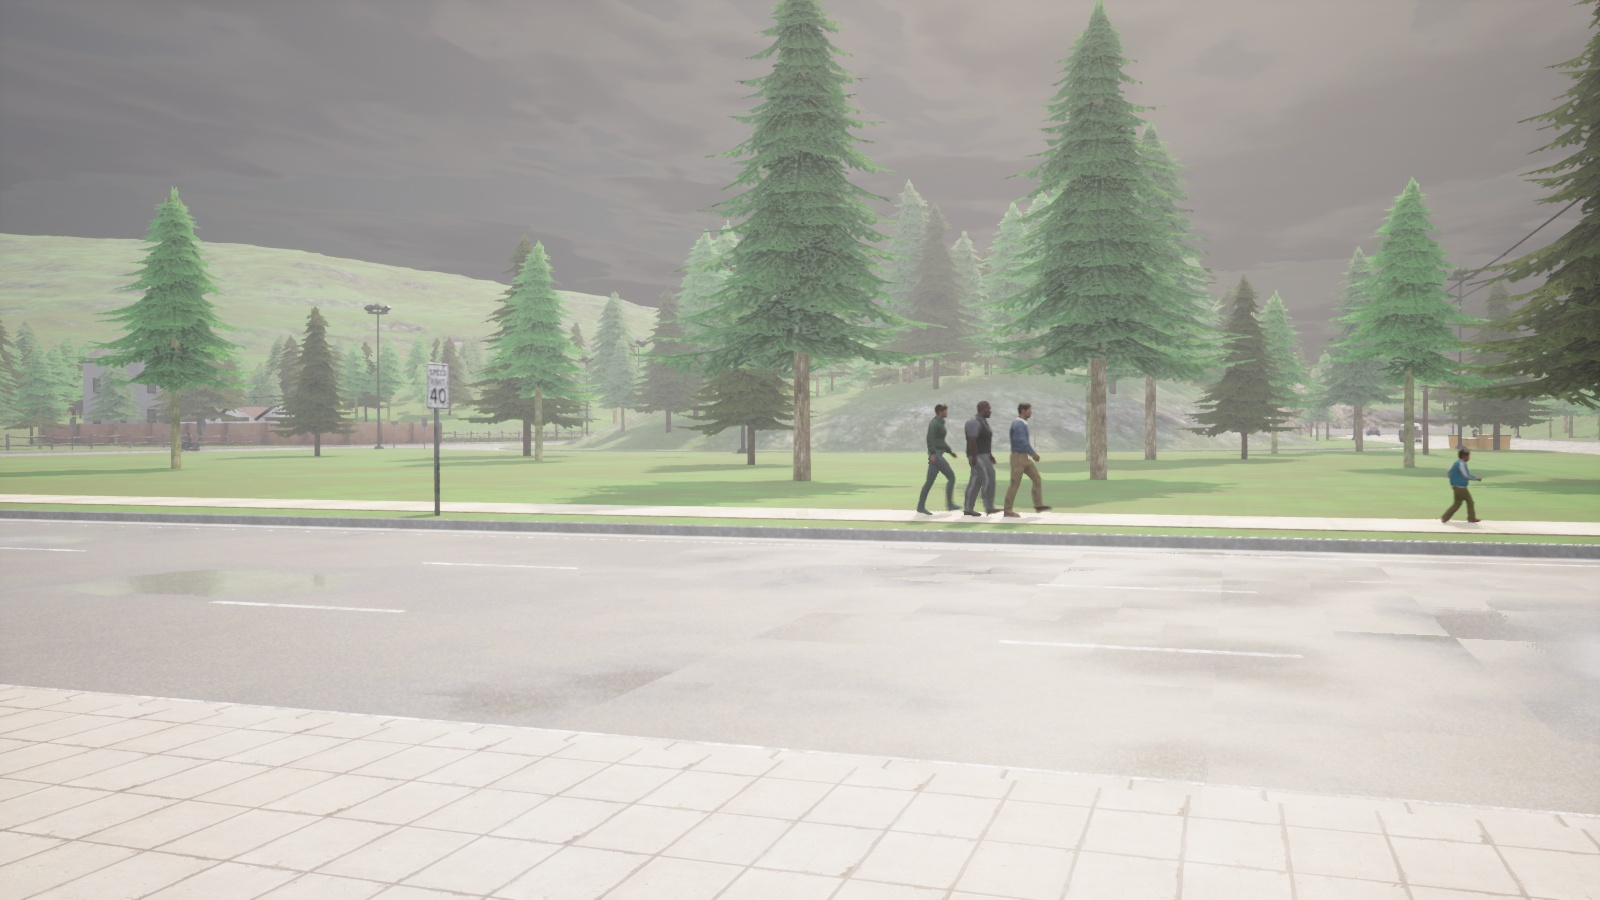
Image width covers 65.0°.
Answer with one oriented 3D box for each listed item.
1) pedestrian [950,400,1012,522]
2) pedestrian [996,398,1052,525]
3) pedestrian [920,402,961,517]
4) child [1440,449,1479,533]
[{"bbox_3d":[2.841,0.160,19.745,0.849,1.883,0.563,1,1,21],"label":"pedestrian"},{"bbox_3d":[3.487,0.166,19.548,0.788,1.949,0.423,1,1,21],"label":"pedestrian"},{"bbox_3d":[2.289,0.147,20.407,0.614,1.847,0.353,0,1,12],"label":"pedestrian"},{"bbox_3d":[9.547,0.590,18.186,0.448,1.192,0.343,1,1,21],"label":"child"}]
